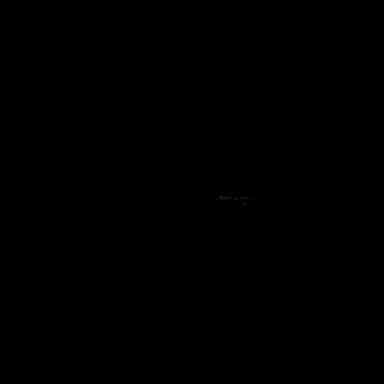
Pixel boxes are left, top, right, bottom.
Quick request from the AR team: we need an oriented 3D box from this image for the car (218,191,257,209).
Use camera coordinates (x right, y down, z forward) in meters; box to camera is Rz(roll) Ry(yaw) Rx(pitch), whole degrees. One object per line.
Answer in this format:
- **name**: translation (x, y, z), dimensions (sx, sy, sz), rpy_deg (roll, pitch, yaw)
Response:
- **car**: translation (5.535, 0.950, 41.054), dimensions (2.150, 2.045, 5.566), rpy_deg (1, 0, -35)
